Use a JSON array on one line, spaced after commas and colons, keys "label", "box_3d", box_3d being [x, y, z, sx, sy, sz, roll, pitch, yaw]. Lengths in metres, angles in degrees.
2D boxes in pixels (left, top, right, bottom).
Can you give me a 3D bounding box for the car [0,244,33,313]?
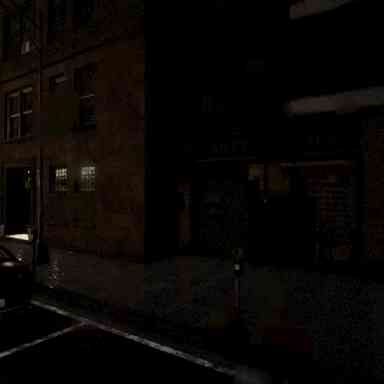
[{"label": "car", "box_3d": [-4.865, 1.551, 6.541, 4.403, 1.369, 2.008, 0, 0, 35]}]
